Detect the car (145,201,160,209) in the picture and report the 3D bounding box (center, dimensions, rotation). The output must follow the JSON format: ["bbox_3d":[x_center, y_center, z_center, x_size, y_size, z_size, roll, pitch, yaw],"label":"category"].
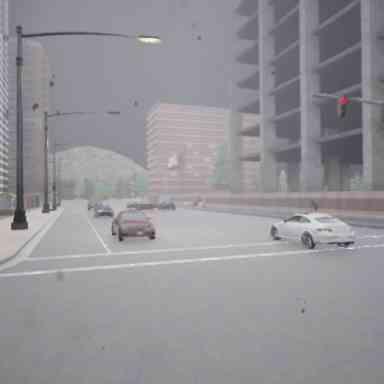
[{"bbox_3d":[-7.384,2.404,61.664,1.895,1.301,4.718,0,-1,-19],"label":"car"}]

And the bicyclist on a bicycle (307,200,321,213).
[{"bbox_3d":[11.307,1.568,30.876,1.656,1.620,0.582,-1,-1,-19],"label":"bicyclist on a bicycle"}]

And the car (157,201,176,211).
[{"bbox_3d":[-3.937,2.162,52.051,1.837,1.490,4.892,0,-1,-19],"label":"car"}]

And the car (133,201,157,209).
[{"bbox_3d":[-7.212,2.151,50.813,1.882,1.535,5.008,0,-1,-19],"label":"car"}]

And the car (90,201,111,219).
[{"bbox_3d":[-9.641,2.070,36.210,2.033,1.411,5.357,0,-1,-19],"label":"car"}]

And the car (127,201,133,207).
[{"bbox_3d":[-10.675,2.346,60.471,1.812,1.442,4.674,0,-1,-19],"label":"car"}]

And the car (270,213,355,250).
[{"bbox_3d":[5.298,1.661,15.140,1.812,1.442,4.674,0,-1,-14],"label":"car"}]

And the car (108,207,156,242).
[{"bbox_3d":[-3.309,1.779,18.372,1.812,1.442,4.674,0,-1,-20],"label":"car"}]

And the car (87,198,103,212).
[{"bbox_3d":[-15.263,1.902,52.431,2.150,2.045,5.566,0,-1,-19],"label":"car"}]
